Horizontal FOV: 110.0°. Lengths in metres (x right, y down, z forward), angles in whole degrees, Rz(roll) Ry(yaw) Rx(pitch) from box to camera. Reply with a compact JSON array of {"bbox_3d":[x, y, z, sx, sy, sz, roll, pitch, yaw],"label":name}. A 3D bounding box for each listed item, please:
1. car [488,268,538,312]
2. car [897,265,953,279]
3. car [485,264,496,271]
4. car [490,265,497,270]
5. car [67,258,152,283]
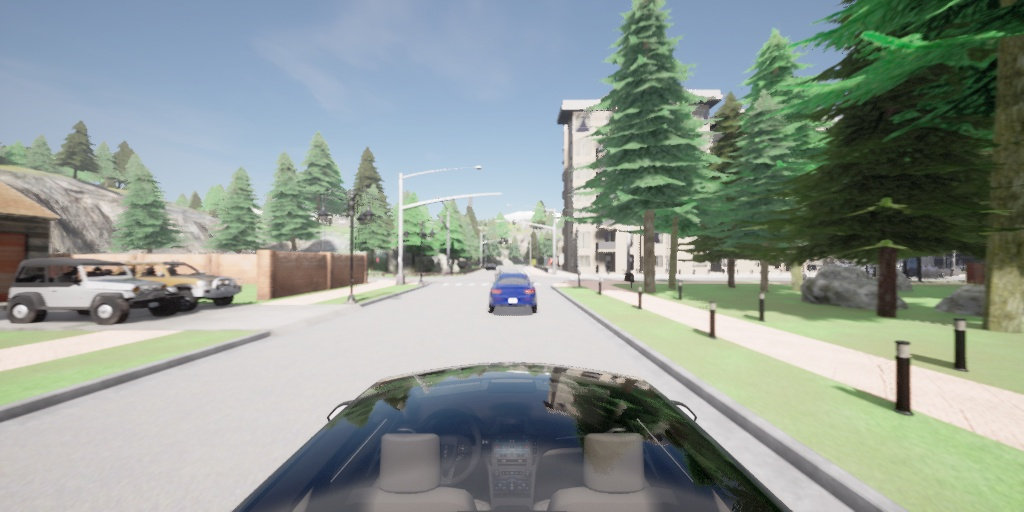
[{"bbox_3d":[0.053,1.400,14.728,1.812,1.442,4.674,0,0,1],"label":"car"},{"bbox_3d":[42.033,1.651,37.137,5.357,1.411,2.033,0,-1,2],"label":"car"},{"bbox_3d":[-3.597,1.960,62.282,1.895,1.301,4.718,0,-1,1],"label":"car"},{"bbox_3d":[-0.424,1.610,28.417,1.895,1.301,4.718,0,-1,-7],"label":"car"},{"bbox_3d":[-39.557,1.309,35.301,5.566,2.045,2.150,0,-1,2],"label":"car"}]
